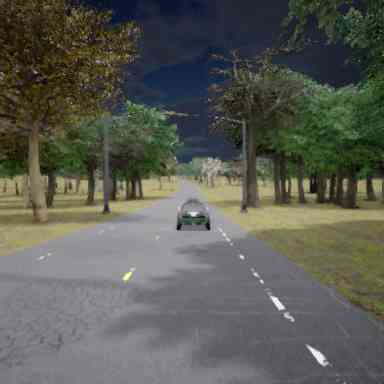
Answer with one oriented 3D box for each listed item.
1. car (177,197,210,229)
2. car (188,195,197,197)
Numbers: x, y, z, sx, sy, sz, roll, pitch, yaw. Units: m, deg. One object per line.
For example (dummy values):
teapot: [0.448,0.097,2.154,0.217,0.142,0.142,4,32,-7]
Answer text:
car: [0.097,1.422,22.396,2.097,1.767,4.553,0,0,0]
car: [0.098,1.277,52.773,2.097,1.767,4.553,0,0,0]
